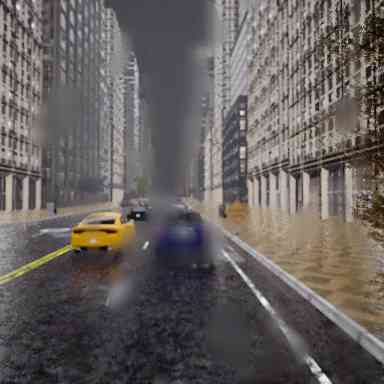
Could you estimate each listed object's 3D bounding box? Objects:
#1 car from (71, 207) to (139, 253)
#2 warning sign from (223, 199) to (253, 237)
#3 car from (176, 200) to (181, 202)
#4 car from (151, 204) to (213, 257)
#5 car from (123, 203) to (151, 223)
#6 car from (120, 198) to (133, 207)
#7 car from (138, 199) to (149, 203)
[{"bbox_3d":[-3.649,1.631,14.423,1.882,1.535,5.008,0,0,-2],"label":"car"},{"bbox_3d":[2.289,1.301,16.859,1.300,1.860,1.060,-1,-2,-3],"label":"warning sign"},{"bbox_3d":[-1.167,1.800,29.568,1.882,1.535,5.008,0,0,-2],"label":"car"},{"bbox_3d":[-0.368,1.501,13.791,2.097,1.767,4.553,0,-1,-2],"label":"car"},{"bbox_3d":[-4.377,1.873,28.512,1.994,1.385,4.181,0,-1,-2],"label":"car"},{"bbox_3d":[-12.788,2.064,65.182,2.097,1.767,4.553,0,-1,-3],"label":"car"},{"bbox_3d":[-9.543,2.217,65.308,2.128,1.511,4.902,0,-1,-2],"label":"car"}]
